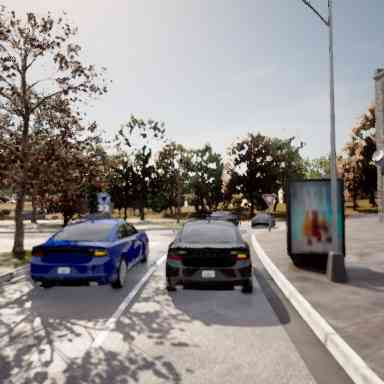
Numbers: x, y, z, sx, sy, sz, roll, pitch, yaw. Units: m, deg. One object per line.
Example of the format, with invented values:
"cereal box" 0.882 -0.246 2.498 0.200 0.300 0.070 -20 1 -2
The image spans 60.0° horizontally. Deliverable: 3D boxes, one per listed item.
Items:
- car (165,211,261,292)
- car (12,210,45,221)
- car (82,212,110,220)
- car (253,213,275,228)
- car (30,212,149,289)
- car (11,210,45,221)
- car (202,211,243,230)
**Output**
"car" 0.461 1.461 8.870 1.882 1.535 5.008 0 -1 3
"car" -25.127 3.821 51.629 4.181 1.385 1.994 3 -4 -39
"car" -15.970 4.014 55.759 4.181 1.385 1.994 0 -3 -5
"car" 6.931 2.716 32.208 1.994 1.385 4.181 -1 -4 18
"car" -2.450 1.475 9.179 1.882 1.535 5.008 0 -1 3
"car" -26.820 3.771 54.436 4.553 1.767 2.097 2 -4 -38
"car" 2.924 2.532 30.443 2.128 1.511 4.902 -1 -4 26
